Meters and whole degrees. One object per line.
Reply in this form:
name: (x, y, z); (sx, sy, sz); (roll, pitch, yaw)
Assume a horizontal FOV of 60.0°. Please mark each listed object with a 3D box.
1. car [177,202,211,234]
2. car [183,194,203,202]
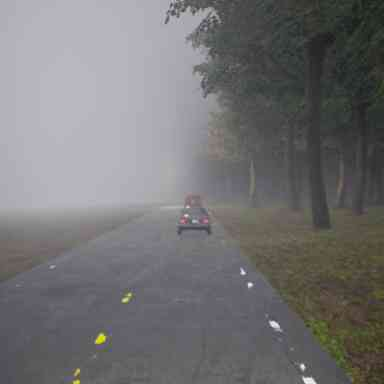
car: (0.124, 1.524, 19.031); (2.033, 1.411, 5.357); (0, 0, 0)
car: (0.146, 1.242, 40.637); (2.150, 2.045, 5.566); (0, 0, 0)
